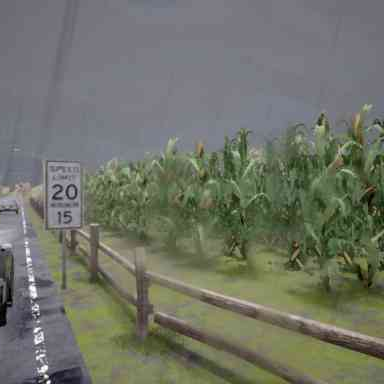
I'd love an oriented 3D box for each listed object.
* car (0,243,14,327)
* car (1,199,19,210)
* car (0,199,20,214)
[{"bbox_3d":[-4.598,1.561,6.466,1.994,1.385,4.181,0,0,-27],"label":"car"},{"bbox_3d":[-23.648,1.587,43.349,1.895,1.301,4.718,0,0,-27],"label":"car"},{"bbox_3d":[-19.051,1.535,34.573,2.033,1.411,5.357,0,0,-27],"label":"car"}]
